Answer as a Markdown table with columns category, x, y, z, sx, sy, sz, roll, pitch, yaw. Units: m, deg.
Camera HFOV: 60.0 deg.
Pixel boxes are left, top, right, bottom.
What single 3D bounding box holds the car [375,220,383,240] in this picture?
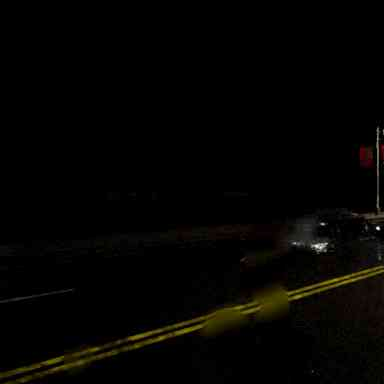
| category | x | y | z | sx | sy | sz | roll | pitch | yaw |
| --- | --- | --- | --- | --- | --- | --- | --- | --- | --- |
| car | 10.359 | 1.428 | 15.081 | 5.357 | 1.411 | 2.033 | 0 | 0 | -36 |

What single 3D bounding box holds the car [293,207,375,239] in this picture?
| category | x | y | z | sx | sy | sz | roll | pitch | yaw |
| --- | --- | --- | --- | --- | --- | --- | --- | --- | --- |
| car | 6.968 | 1.456 | 16.652 | 4.181 | 1.385 | 1.994 | 0 | 0 | -36 |
